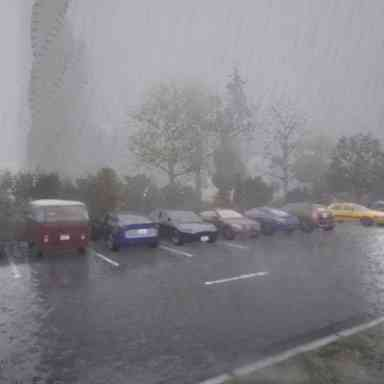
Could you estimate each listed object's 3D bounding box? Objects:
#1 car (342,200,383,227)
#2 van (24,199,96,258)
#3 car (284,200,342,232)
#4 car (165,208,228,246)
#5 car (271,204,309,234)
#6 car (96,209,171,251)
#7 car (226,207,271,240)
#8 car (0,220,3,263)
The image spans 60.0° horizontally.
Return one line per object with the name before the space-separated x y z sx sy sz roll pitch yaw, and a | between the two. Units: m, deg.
car | 11.065 1.458 23.113 1.946 1.575 5.366 0 0 -32
van | -5.479 1.307 13.205 1.878 1.987 4.442 0 0 -32
car | 6.306 1.376 20.343 2.185 1.767 4.553 0 0 -32
car | -0.724 1.560 15.982 2.163 1.488 4.792 0 0 -32
car | 3.946 1.552 18.911 2.002 1.452 4.674 0 0 -32
car | -3.094 1.561 14.582 2.163 1.488 4.792 0 0 -32
car | 1.603 1.563 17.464 2.002 1.452 4.674 0 0 -32
car | -7.852 1.403 11.558 2.185 1.767 4.553 0 0 -32
